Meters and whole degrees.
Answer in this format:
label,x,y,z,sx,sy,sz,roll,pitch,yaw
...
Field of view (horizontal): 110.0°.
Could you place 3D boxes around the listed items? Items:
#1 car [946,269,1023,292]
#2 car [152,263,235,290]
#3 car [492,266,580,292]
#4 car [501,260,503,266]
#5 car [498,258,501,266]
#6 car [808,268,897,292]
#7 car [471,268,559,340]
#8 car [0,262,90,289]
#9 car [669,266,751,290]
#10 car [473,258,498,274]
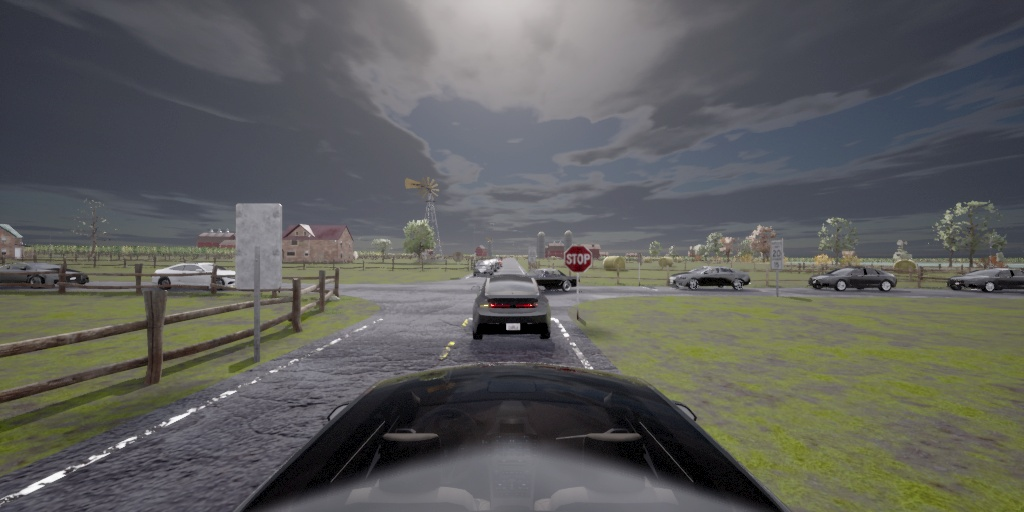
label,x,y,z,sx,sy,sz,roll,pitch,yaw
car,31.702,1.586,23.606,4.892,1.490,1.837,1,-1,-1
car,-17.244,1.104,19.994,4.674,1.442,1.812,1,-1,-1
car,1.499,1.369,20.084,4.718,1.301,1.895,1,0,-35
car,-2.823,1.240,55.712,2.128,1.511,4.902,0,0,0
car,-2.854,1.241,46.170,2.128,1.511,4.902,0,0,0
car,22.199,1.499,23.485,4.892,1.490,1.837,1,-1,-1
car,-0.074,1.256,10.038,1.837,1.490,4.892,0,0,-2
car,-26.364,1.048,19.872,4.181,1.385,1.994,1,-1,-1
car,12.797,1.396,23.313,4.902,1.511,2.128,1,-1,-2
car,-2.861,1.243,36.725,2.128,1.511,4.902,0,0,0
